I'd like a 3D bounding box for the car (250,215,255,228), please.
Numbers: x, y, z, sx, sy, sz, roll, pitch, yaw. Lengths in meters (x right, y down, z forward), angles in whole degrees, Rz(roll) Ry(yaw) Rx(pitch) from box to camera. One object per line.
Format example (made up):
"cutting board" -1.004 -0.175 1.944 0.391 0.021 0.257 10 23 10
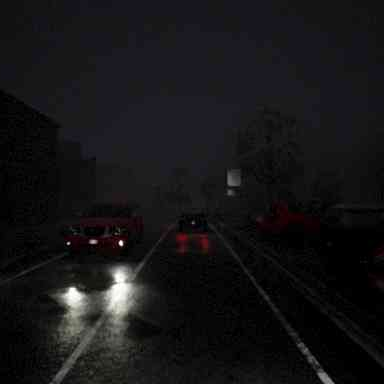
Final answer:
"car" 6.202 1.735 19.353 5.008 1.535 2.097 0 -1 -1

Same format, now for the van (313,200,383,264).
"van" 6.387 1.345 10.250 4.442 1.987 1.878 0 -1 0

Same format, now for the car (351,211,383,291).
"car" 6.320 1.405 7.212 4.553 1.767 2.185 0 -1 0

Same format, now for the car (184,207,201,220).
"car" 0.050 2.602 40.366 1.837 1.490 4.892 0 -3 0

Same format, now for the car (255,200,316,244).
"car" 6.256 1.420 16.442 5.566 2.045 2.435 0 -1 0

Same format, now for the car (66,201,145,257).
"car" -3.360 1.390 14.075 2.150 2.045 5.566 0 -1 0

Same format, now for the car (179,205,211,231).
"car" 0.076 1.895 23.580 1.882 1.535 5.008 0 -2 0
